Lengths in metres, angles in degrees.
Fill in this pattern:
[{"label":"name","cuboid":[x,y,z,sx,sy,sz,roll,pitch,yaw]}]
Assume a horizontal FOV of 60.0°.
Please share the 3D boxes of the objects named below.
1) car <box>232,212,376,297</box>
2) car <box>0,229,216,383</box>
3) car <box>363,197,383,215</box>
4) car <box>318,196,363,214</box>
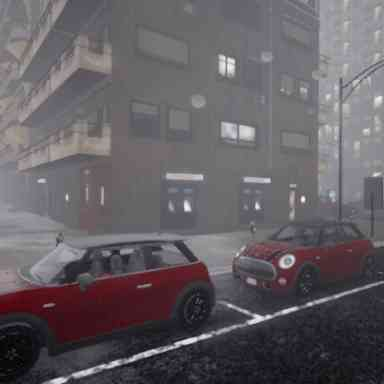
[{"label":"car","cuboid":[2.977,1.511,8.679,4.097,1.590,1.967,1,0,-35]},{"label":"car","cuboid":[-1.650,1.456,5.381,4.097,1.590,1.967,1,0,-35]},{"label":"car","cuboid":[18.605,1.366,34.562,2.192,1.841,5.009,2,0,-36]},{"label":"car","cuboid":[11.861,1.266,29.590,2.192,1.841,5.009,2,0,-36]}]
